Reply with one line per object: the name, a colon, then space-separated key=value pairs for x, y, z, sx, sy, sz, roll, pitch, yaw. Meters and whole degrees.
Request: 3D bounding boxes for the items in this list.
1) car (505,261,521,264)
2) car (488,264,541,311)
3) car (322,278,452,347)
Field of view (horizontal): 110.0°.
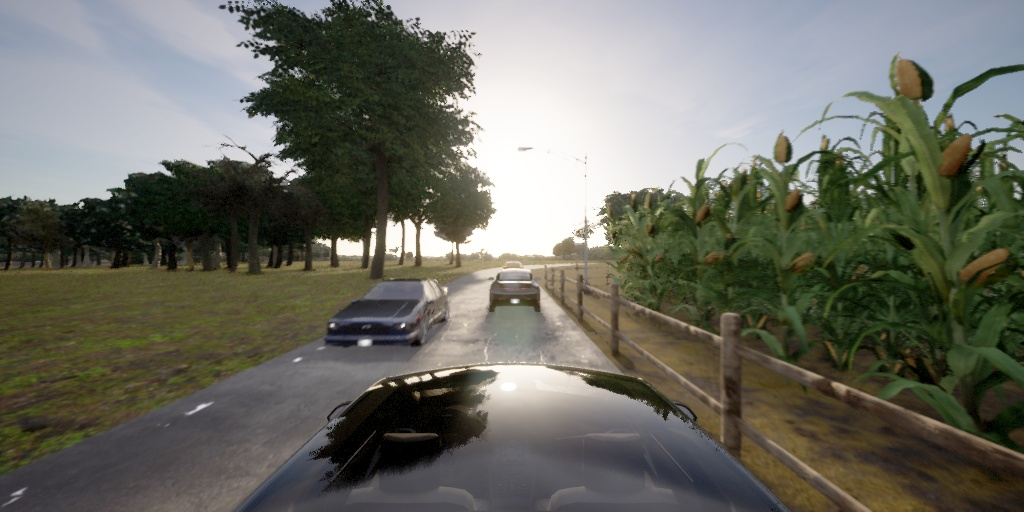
car: x=0.105 y=1.229 z=32.714 sx=1.882 sy=1.535 sz=5.008 roll=0 pitch=0 yaw=0
car: x=0.102 y=1.260 z=14.403 sx=1.837 sy=1.490 sz=4.892 roll=0 pitch=0 yaw=0
car: x=-2.848 y=1.301 z=9.609 sx=2.033 sy=1.411 sz=5.357 roll=0 pitch=0 yaw=0
